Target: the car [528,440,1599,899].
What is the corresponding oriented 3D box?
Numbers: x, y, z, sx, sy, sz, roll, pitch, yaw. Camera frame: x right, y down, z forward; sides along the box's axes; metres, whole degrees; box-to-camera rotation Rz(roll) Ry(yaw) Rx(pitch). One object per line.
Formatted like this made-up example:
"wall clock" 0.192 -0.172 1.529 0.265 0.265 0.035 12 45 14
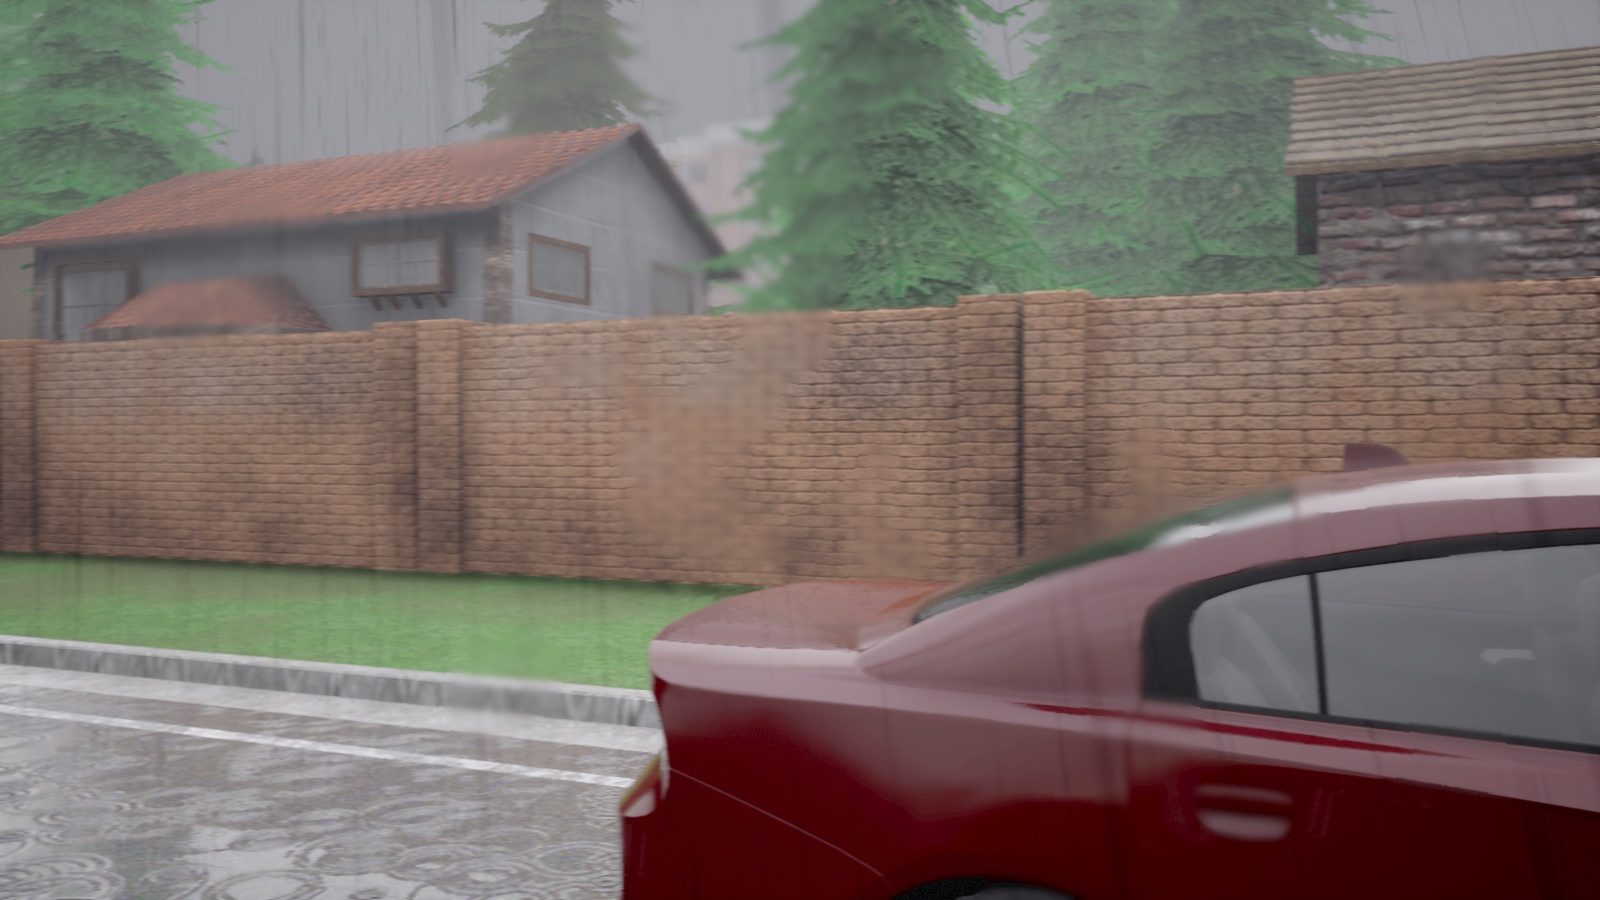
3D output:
"car" 2.117 0.769 2.487 5.008 1.535 1.882 1 1 22
